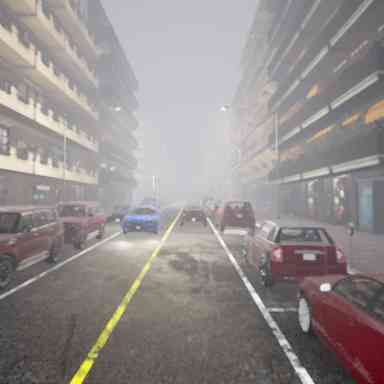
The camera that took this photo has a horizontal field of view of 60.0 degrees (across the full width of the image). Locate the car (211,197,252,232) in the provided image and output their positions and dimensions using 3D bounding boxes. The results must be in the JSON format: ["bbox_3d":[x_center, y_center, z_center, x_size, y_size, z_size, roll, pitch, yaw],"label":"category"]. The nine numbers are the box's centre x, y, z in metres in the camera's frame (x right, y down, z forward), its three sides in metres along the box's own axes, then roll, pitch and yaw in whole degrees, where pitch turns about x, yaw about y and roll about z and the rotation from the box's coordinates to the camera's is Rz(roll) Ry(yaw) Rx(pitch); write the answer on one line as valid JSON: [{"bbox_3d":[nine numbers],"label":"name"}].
[{"bbox_3d":[2.559,1.382,20.362,2.192,1.841,5.009,1,0,0],"label":"car"}]

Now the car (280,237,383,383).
[{"bbox_3d":[2.585,1.557,3.768,1.887,1.381,4.507,1,0,0],"label":"car"}]

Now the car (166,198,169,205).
[{"bbox_3d":[-5.288,1.875,64.668,1.802,1.307,4.206,1,0,0],"label":"car"}]

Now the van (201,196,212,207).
[{"bbox_3d":[2.563,1.599,59.082,1.690,1.788,3.998,1,0,0],"label":"van"}]

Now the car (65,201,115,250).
[{"bbox_3d":[-5.288,1.362,14.892,2.192,1.841,5.009,1,0,0],"label":"car"}]

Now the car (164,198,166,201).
[{"bbox_3d":[-5.289,1.738,48.074,1.887,1.381,4.507,1,0,0],"label":"car"}]

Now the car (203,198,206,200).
[{"bbox_3d":[2.556,1.746,42.487,1.802,1.307,4.206,1,0,0],"label":"car"}]

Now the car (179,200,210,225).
[{"bbox_3d":[0.106,1.589,24.587,1.837,1.490,4.892,0,0,0],"label":"car"}]

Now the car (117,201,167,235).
[{"bbox_3d":[-2.746,1.541,19.463,1.882,1.535,5.008,0,0,0],"label":"car"}]

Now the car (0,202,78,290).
[{"bbox_3d":[-5.289,1.344,9.362,2.192,1.841,5.009,1,0,0],"label":"car"}]

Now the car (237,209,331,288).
[{"bbox_3d":[2.596,1.469,9.300,1.967,1.590,4.097,1,0,0],"label":"car"}]

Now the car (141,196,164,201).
[{"bbox_3d":[-5.284,1.479,42.544,2.192,1.841,5.009,1,0,0],"label":"car"}]

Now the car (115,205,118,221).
[{"bbox_3d":[-5.292,1.654,25.954,1.947,1.339,4.313,1,0,0],"label":"car"}]

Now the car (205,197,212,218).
[{"bbox_3d":[2.557,1.552,31.425,1.967,1.590,4.097,1,0,0],"label":"car"}]

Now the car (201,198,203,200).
[{"bbox_3d":[0.109,1.760,41.518,1.895,1.301,4.718,0,0,0],"label":"car"}]

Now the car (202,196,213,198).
[{"bbox_3d":[2.563,1.540,53.551,2.192,1.841,5.009,1,0,0],"label":"car"}]
